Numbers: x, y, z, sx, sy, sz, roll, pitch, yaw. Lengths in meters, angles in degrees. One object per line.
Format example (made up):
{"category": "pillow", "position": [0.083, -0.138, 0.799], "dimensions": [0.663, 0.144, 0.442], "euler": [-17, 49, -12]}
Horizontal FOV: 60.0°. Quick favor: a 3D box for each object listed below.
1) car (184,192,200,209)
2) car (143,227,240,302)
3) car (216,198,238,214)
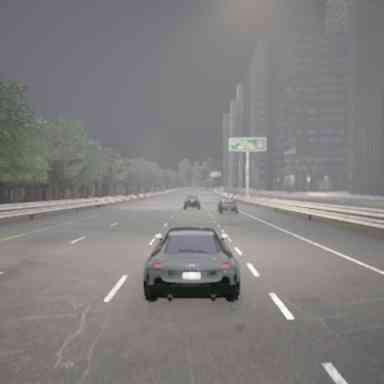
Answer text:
{"category": "car", "position": [0.027, 1.205, 43.922], "dimensions": [2.097, 1.767, 4.553], "euler": [0, 0, 0]}
{"category": "car", "position": [-0.008, 1.544, 8.293], "dimensions": [1.994, 1.385, 4.181], "euler": [0, 0, 0]}
{"category": "car", "position": [3.595, 1.385, 34.484], "dimensions": [2.128, 1.511, 4.902], "euler": [0, 0, 0]}
